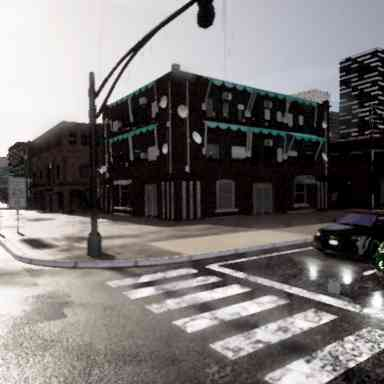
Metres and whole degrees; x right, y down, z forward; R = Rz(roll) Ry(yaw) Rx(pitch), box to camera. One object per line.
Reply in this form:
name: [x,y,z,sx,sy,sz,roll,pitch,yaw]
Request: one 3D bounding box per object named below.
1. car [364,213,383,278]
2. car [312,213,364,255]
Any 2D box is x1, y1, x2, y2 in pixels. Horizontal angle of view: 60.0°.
car: [6.639,1.272,8.420,4.553,1.767,2.097,-1,0,-36]
car: [6.307,1.469,12.175,4.181,1.385,1.994,-1,0,-36]
